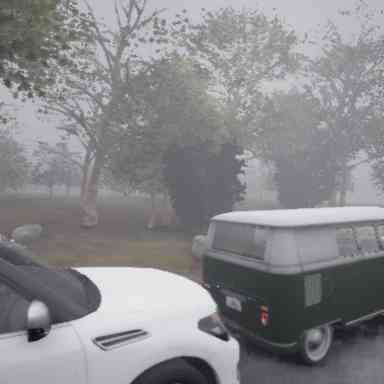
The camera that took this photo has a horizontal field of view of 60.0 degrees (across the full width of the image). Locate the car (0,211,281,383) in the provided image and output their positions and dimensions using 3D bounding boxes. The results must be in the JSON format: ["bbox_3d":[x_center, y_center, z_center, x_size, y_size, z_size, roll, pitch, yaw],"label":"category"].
[{"bbox_3d":[-2.221,1.227,2.472,5.566,2.045,2.435,0,0,-33],"label":"car"}]

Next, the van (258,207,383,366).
[{"bbox_3d":[2.387,1.272,5.755,4.442,1.987,1.878,0,0,-33],"label":"van"}]
